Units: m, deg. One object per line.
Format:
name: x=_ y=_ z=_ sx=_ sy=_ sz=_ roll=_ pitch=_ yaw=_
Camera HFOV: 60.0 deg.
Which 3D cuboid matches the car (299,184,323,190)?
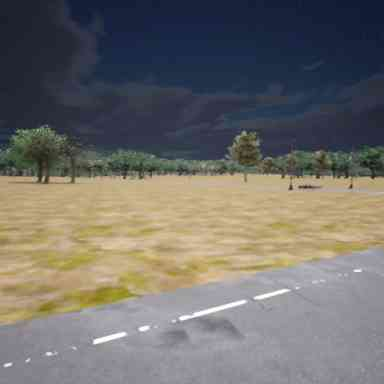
car: x=24.752 y=-1.086 z=69.249 sx=1.895 sy=1.301 sz=4.718 roll=-1 pitch=3 yaw=-34
